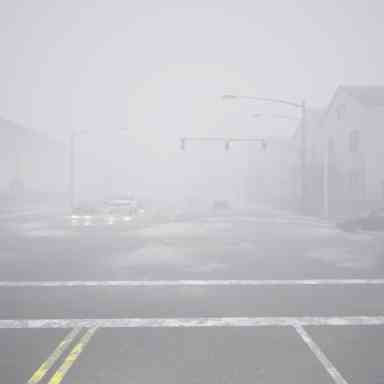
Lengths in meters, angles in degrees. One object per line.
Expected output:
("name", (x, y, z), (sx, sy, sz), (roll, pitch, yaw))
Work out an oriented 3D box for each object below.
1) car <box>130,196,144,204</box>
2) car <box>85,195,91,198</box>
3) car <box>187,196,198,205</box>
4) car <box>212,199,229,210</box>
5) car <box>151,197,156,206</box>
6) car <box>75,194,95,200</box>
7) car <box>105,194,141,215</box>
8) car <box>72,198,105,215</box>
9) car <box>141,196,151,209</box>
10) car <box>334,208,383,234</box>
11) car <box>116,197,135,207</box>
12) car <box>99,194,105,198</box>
("car", (-10.488, 1.525, 63.248), (1.812, 1.442, 4.674), (0, 0, 1))
("car", (-28.105, 1.452, 84.393), (2.038, 1.542, 4.974), (0, 0, -36))
("car", (0.052, 1.491, 58.646), (2.128, 1.511, 4.902), (0, 0, 0))
("car", (3.623, 1.601, 42.637), (1.895, 1.301, 4.718), (0, 0, 0))
("car", (-7.040, 1.477, 54.631), (1.882, 1.535, 5.008), (0, 0, 0))
("car", (-28.890, 1.452, 89.760), (2.038, 1.542, 4.974), (0, 0, 29))
("car", (-7.070, 1.221, 34.691), (2.150, 2.045, 5.566), (0, 0, 0))
("car", (-10.570, 1.564, 33.662), (1.994, 1.385, 4.181), (0, 0, 0))
("car", (-7.060, 1.505, 44.243), (1.837, 1.490, 4.892), (0, 0, 0))
("car", (10.486, 1.622, 18.651), (4.674, 1.442, 1.812), (1, 0, 11))
("car", (-10.549, 1.547, 53.166), (2.033, 1.411, 5.357), (0, 0, 0))
("car", (-10.562, 1.221, 42.921), (2.150, 2.045, 5.566), (0, 0, 0))
